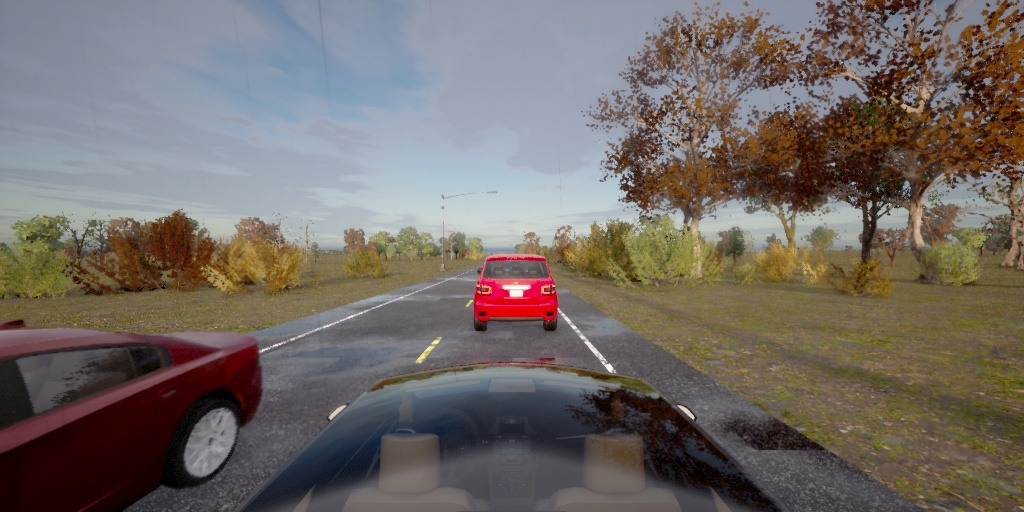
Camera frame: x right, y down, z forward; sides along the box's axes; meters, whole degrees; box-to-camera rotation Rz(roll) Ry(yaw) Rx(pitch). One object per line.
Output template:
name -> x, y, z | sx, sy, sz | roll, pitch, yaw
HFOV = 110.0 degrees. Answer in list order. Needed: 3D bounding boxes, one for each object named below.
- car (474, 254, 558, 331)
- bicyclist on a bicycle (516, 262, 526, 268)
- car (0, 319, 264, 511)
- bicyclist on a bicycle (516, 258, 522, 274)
car -> 0.075, 0.968, 11.074 | 2.150, 2.045, 5.566 | 0, 0, -1
bicyclist on a bicycle -> 0.851, 1.110, 30.253 | 0.659, 1.776, 1.843 | 0, 0, 0
car -> -3.602, 1.227, 1.760 | 1.882, 1.535, 5.008 | 0, 0, 0
bicyclist on a bicycle -> 0.772, 1.107, 40.266 | 0.659, 1.776, 1.843 | 0, 0, 0
